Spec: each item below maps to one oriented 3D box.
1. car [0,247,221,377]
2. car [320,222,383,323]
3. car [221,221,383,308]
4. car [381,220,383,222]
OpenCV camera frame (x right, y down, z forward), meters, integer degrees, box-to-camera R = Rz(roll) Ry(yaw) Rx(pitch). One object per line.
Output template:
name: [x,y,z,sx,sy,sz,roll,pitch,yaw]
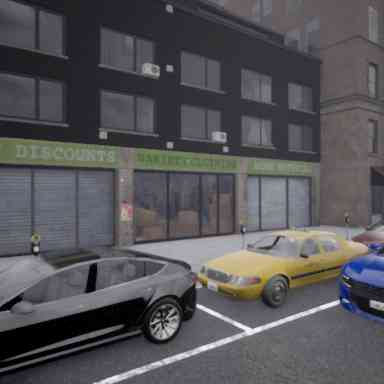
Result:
car: [-1.909,1.564,4.834,4.313,1.339,1.947,0,0,-35]
car: [4.889,1.464,6.553,5.008,1.535,1.882,0,0,-35]
car: [2.364,1.514,7.872,4.829,1.417,1.752,0,0,-35]
car: [6.914,1.560,11.107,4.206,1.307,1.802,0,0,-35]
